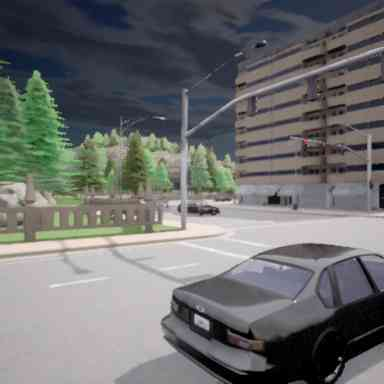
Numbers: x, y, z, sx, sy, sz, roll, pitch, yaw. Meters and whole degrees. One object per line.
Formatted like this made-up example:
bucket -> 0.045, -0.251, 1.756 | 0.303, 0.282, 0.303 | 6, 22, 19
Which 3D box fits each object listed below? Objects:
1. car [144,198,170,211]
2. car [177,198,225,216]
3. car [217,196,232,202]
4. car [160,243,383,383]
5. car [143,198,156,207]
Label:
car -> -4.152, 1.489, 41.579 | 2.128, 1.511, 4.902 | 0, 0, -20
car -> 0.543, 1.541, 32.446 | 2.033, 1.411, 5.357 | 0, 0, -33
car -> 7.156, 1.613, 76.458 | 2.033, 1.411, 5.357 | 0, 0, 40
car -> 2.162, 1.560, 5.306 | 5.357, 1.411, 2.033 | 0, 0, -35
car -> -6.587, 1.608, 51.708 | 1.895, 1.301, 4.718 | 0, 0, -5
